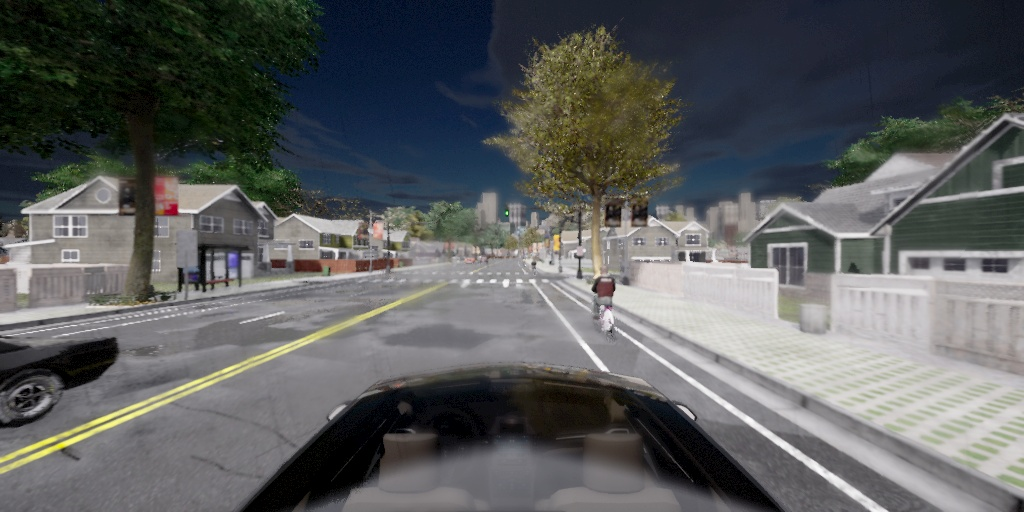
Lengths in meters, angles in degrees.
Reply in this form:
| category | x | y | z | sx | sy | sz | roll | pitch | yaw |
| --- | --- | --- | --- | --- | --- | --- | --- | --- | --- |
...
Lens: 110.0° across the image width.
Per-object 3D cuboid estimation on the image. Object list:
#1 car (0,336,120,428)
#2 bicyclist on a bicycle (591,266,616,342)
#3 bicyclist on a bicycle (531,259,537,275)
| category | x | y | z | sx | sy | sz | roll | pitch | yaw |
| --- | --- | --- | --- | --- | --- | --- | --- | --- | --- |
| car | -6.601 | 1.352 | 2.900 | 1.895 | 1.301 | 4.718 | 0 | 0 | 0 |
| bicyclist on a bicycle | 2.246 | 1.128 | 8.929 | 0.659 | 1.776 | 1.843 | 0 | 0 | 0 |
| bicyclist on a bicycle | 2.252 | 1.151 | 36.918 | 0.659 | 1.776 | 1.843 | 0 | 0 | 0 |
